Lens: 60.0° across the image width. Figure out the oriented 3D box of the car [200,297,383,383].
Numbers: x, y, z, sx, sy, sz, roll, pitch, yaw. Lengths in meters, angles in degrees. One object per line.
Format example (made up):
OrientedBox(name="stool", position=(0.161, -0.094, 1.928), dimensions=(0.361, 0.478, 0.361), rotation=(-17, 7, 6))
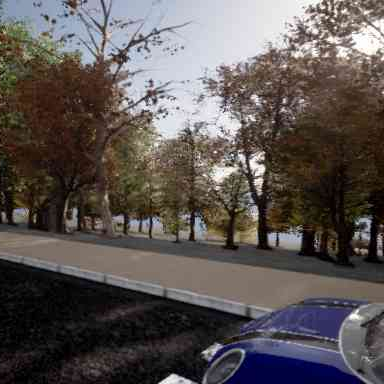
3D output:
OrientedBox(name="car", position=(2.220, 1.350, 2.107), dimensions=(4.553, 1.767, 2.097), rotation=(0, 0, 35))
